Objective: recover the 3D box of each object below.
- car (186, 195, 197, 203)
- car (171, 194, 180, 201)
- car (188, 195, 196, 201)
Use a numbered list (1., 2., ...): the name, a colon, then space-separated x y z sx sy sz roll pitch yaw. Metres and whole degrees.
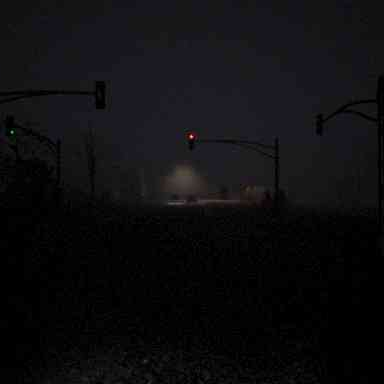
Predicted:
1. car: -0.059 1.406 68.049 2.097 1.767 4.553 0 0 0
2. car: -3.564 1.176 72.251 1.837 1.490 4.892 0 0 0
3. car: -0.069 1.405 78.084 1.837 1.490 4.892 0 0 0
